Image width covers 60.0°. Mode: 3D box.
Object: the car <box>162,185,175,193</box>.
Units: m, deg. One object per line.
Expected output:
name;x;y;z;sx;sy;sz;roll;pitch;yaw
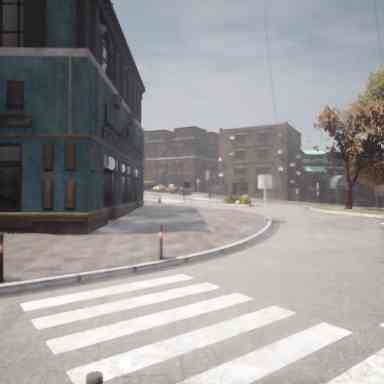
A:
car;-3.846;-0.475;66.910;2.002;1.452;4.674;6;2;12

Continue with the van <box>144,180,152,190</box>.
van;-8.958;-1.330;70.204;1.878;1.987;4.442;5;2;12

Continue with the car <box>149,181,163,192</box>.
car;-6.458;-0.809;68.320;1.946;1.575;5.366;6;2;12

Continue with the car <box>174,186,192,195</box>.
car;-1.273;-0.220;65.306;2.231;1.521;4.892;5;2;12

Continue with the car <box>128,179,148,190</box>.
car;-11.554;-1.646;71.655;2.435;2.045;5.566;6;2;12
